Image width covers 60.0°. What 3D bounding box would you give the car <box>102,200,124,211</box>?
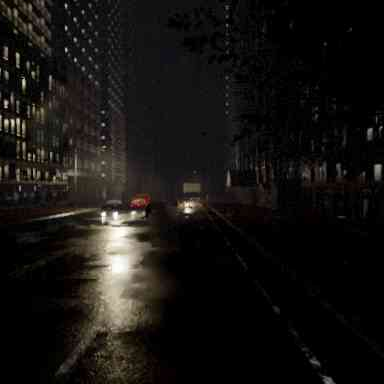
[{"bbox_3d":[-9.834,1.653,41.593,1.895,1.301,4.718,0,0,0],"label":"car"}]

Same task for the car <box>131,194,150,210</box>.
[{"bbox_3d":[-6.569,1.280,43.764,2.150,2.045,5.566,0,0,0],"label":"car"}]

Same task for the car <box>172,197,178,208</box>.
[{"bbox_3d":[-3.147,1.543,50.742,1.882,1.535,5.008,0,0,0],"label":"car"}]

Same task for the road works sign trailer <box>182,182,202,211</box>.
[{"bbox_3d":[0.008,0.516,40.692,2.380,3.560,2.880,0,0,1],"label":"road works sign trailer"}]

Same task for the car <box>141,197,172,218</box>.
[{"bbox_3d":[-3.148,1.516,30.811,1.882,1.535,5.008,0,0,0],"label":"car"}]
